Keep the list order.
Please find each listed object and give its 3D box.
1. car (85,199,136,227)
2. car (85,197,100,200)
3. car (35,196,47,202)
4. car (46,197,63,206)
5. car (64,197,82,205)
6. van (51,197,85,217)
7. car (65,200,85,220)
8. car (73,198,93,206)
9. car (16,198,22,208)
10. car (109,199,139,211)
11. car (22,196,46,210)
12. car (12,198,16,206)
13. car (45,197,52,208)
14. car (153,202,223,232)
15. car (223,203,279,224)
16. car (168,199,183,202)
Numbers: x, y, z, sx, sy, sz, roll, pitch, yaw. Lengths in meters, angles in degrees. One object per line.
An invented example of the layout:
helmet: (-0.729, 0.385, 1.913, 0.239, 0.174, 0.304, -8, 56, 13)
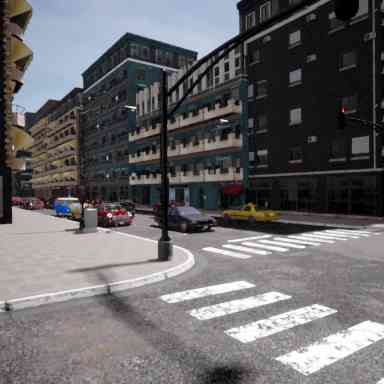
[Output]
car: (-5.868, 1.553, 23.923, 1.967, 1.590, 4.097, -1, 1, -36)
car: (-15.150, 1.502, 51.303, 1.967, 1.590, 4.097, -1, 1, -36)
car: (-37.685, 1.729, 82.814, 1.887, 1.381, 4.507, -1, 1, -36)
car: (-25.392, 1.648, 61.174, 1.837, 1.490, 4.892, -1, 0, -36)
car: (-21.587, 1.646, 60.307, 2.008, 1.369, 4.403, -1, 1, -36)
van: (-12.308, 1.483, 32.924, 1.690, 1.788, 3.998, -1, 1, -36)
car: (-8.987, 1.652, 28.286, 1.752, 1.417, 4.829, -1, 1, -36)
car: (-18.368, 1.644, 55.805, 1.947, 1.339, 4.313, -1, 1, -36)
car: (-25.183, 1.770, 50.931, 1.947, 1.339, 4.313, -1, 1, -36)
car: (-8.709, 1.582, 42.301, 2.008, 1.369, 4.403, -1, 1, -36)
car: (-21.965, 1.628, 46.429, 1.967, 1.590, 4.097, -1, 1, -36)
car: (-31.622, 1.783, 59.934, 1.887, 1.381, 4.507, -1, 1, -36)
car: (-18.056, 1.687, 45.522, 2.033, 1.411, 5.357, -1, 0, -35)
car: (-0.615, 1.607, 21.081, 2.033, 1.411, 5.357, -1, 0, -32)
car: (4.070, 1.498, 24.434, 1.752, 1.417, 4.829, -1, 1, -36)
car: (-2.271, 1.441, 33.297, 1.967, 1.590, 4.097, -1, 1, -36)
